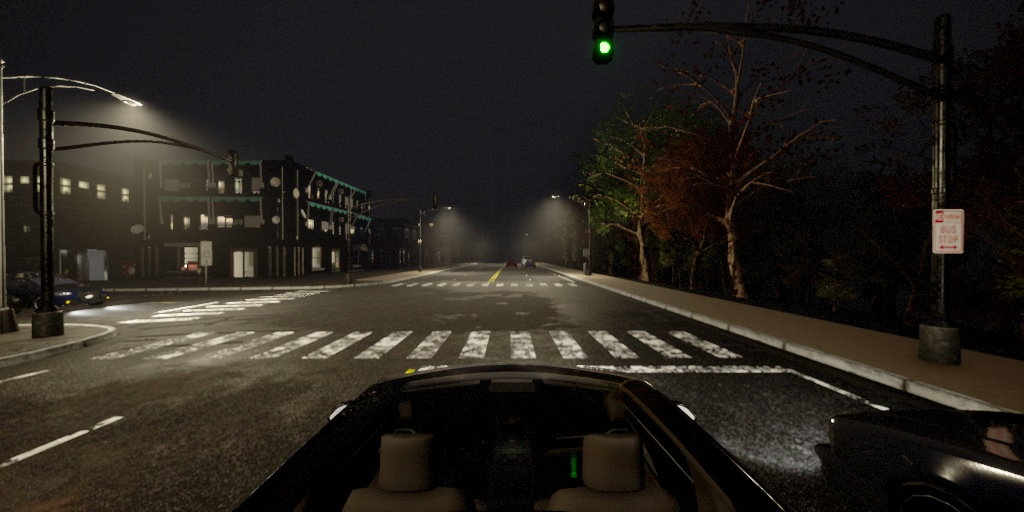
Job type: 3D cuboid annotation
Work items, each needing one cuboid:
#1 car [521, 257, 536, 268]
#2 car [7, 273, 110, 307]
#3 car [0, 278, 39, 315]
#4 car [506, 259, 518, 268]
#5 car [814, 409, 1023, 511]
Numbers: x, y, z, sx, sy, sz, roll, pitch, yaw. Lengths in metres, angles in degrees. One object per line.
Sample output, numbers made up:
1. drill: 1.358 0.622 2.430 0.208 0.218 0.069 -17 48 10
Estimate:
1. car: 3.199 1.391 63.126 2.033 1.411 5.357 0 0 0
2. car: -19.867 1.560 15.153 4.181 1.385 1.994 -1 0 0
3. car: -19.974 1.585 12.446 4.313 1.339 1.948 0 0 0
4. car: -0.054 1.321 63.093 1.882 1.535 5.008 0 0 0
5. car: 3.354 1.295 0.366 2.033 1.411 5.357 0 0 0
